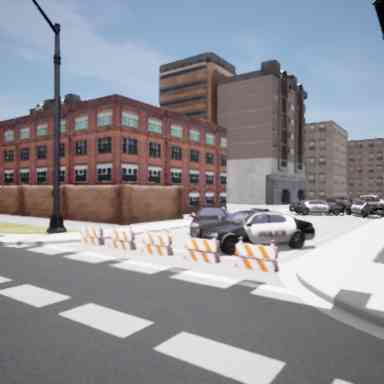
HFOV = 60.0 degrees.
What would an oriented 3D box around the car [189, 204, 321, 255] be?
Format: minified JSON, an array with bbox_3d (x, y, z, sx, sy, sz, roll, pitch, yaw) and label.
[{"bbox_3d":[2.283,1.414,12.962,4.974,1.542,2.038,0,0,-25],"label":"car"}]

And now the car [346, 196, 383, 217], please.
[{"bbox_3d":[15.701,1.264,30.108,1.853,1.218,4.536,0,0,0],"label":"car"}]

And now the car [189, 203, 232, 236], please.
[{"bbox_3d":[0.994,1.235,16.512,1.853,1.218,4.536,0,0,5],"label":"car"}]

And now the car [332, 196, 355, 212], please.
[{"bbox_3d":[19.081,1.432,41.891,1.905,1.878,3.866,0,0,35],"label":"car"}]

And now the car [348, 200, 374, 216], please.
[{"bbox_3d":[18.128,1.655,35.555,1.970,1.475,3.806,0,0,35],"label":"car"}]

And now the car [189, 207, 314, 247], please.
[{"bbox_3d":[2.331,1.257,12.983,4.536,1.218,1.853,0,0,-25],"label":"car"}]

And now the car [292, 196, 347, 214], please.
[{"bbox_3d":[11.918,1.235,31.795,4.536,1.218,1.853,0,0,-5],"label":"car"}]

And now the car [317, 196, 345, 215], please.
[{"bbox_3d":[15.646,1.444,37.411,1.932,1.855,4.605,0,0,35],"label":"car"}]
